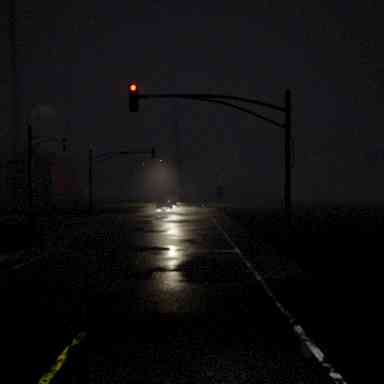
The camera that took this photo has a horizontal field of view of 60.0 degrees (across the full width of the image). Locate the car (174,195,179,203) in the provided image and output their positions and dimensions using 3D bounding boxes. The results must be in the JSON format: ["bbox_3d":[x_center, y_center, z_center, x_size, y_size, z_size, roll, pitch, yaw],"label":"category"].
[{"bbox_3d":[-3.586,1.446,54.803,1.812,1.442,4.674,0,0,0],"label":"car"}]

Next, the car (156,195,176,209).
[{"bbox_3d":[-3.596,1.505,44.492,1.994,1.385,4.181,0,0,0],"label":"car"}]
